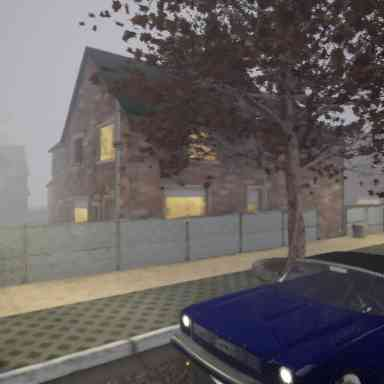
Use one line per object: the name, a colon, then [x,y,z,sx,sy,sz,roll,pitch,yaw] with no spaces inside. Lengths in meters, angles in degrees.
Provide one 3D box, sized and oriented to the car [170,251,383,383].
car: [2.088,1.599,4.580,4.718,1.301,1.895,0,0,-36]
